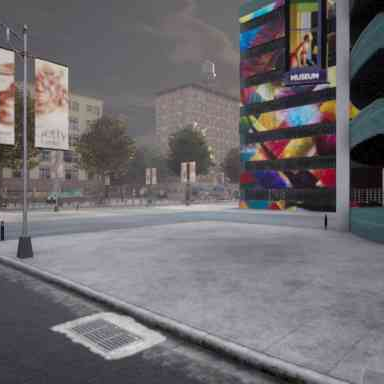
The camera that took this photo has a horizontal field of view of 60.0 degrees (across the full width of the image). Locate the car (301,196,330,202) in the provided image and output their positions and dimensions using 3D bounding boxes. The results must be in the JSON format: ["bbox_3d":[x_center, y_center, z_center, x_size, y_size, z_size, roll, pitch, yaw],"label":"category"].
[{"bbox_3d":[14.246,1.318,39.325,2.002,1.452,4.674,0,0,43],"label":"car"}]

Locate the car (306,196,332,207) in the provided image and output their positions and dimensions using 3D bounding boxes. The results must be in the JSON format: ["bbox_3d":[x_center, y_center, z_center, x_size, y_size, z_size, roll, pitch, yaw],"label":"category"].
[{"bbox_3d":[19.561,1.411,51.051,2.161,1.482,4.786,0,0,43],"label":"car"}]
